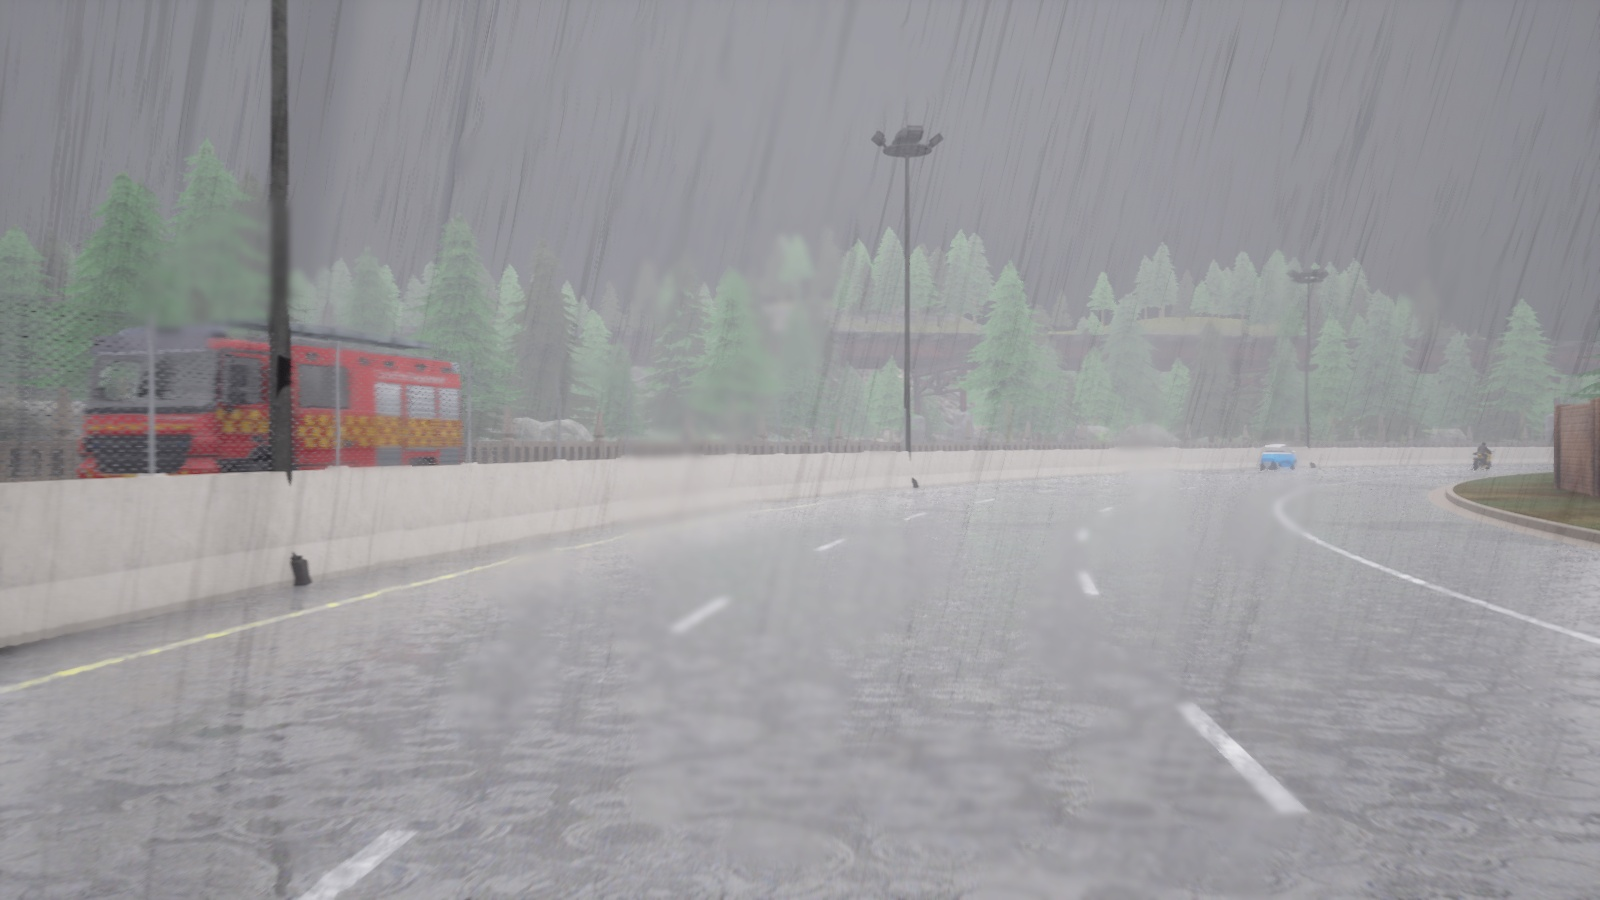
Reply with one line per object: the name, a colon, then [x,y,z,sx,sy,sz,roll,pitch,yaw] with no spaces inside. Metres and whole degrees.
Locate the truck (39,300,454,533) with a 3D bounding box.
truck: [-10.473,-0.575,25.130,2.891,3.827,8.468,0,0,15]

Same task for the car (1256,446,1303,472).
car: [25.275,0.464,66.188,2.207,1.376,1.481,-1,0,-44]

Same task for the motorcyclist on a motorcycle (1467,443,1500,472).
motorcyclist on a motorcycle: [36.328,0.404,66.772,2.044,1.523,0.797,0,2,-39]
